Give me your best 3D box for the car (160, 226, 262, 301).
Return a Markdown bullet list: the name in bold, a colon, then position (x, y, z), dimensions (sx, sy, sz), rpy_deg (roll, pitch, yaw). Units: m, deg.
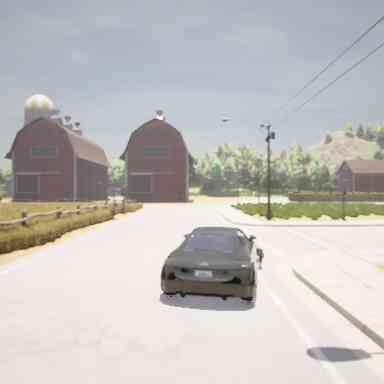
- **car**: position (0.651, 1.552, 8.416), dimensions (1.994, 1.385, 4.181), rpy_deg (0, 0, 12)
